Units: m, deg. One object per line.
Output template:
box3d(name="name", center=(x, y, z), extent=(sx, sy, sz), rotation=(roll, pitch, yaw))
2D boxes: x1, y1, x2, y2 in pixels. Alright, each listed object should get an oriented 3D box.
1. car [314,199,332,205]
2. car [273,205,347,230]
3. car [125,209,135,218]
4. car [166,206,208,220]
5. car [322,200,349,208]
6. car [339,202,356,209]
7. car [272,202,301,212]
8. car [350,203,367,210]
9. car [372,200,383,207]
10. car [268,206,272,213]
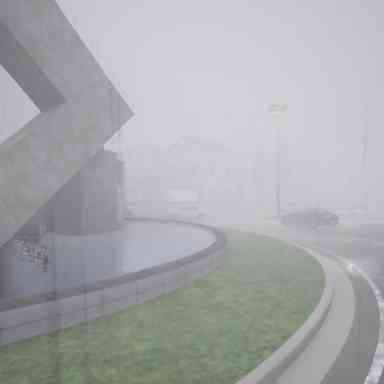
box3d(name="car", center=(24.438, 2.344, 61.559), extent=(2.150, 2.045, 5.566), rotation=(-1, -2, 43))
box3d(name="car", center=(8.797, 1.959, 25.261), extent=(2.128, 1.511, 4.902), rotation=(1, -1, -23))
box3d(name="car", center=(-9.288, 2.323, 38.145), extent=(5.357, 1.411, 2.033), rotation=(0, -1, 2))
box3d(name="car", center=(-0.507, 2.237, 36.241), extent=(4.674, 1.442, 1.812), rotation=(0, -1, -22))
box3d(name="car", center=(24.539, 2.504, 56.576), extent=(1.882, 1.535, 5.008), rotation=(-1, -2, 44))
box3d(name="car", center=(33.103, 2.870, 70.740), extent=(1.895, 1.301, 4.718), rotation=(-1, -2, 43))
box3d(name="car", center=(13.400, 2.195, 45.312), extent=(4.553, 1.767, 2.097), rotation=(1, -2, -42))
box3d(name="car", center=(32.474, 2.760, 64.971), extent=(1.895, 1.301, 4.718), rotation=(-1, -2, 43))
box3d(name="car", center=(42.521, 2.583, 75.635), extent=(2.128, 1.511, 4.902), rotation=(-1, -2, 43))
box3d(name="car", center=(13.222, 2.424, 49.873), extent=(2.128, 1.511, 4.902), rotation=(-1, -2, 45))
